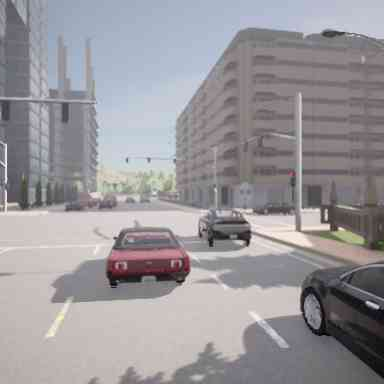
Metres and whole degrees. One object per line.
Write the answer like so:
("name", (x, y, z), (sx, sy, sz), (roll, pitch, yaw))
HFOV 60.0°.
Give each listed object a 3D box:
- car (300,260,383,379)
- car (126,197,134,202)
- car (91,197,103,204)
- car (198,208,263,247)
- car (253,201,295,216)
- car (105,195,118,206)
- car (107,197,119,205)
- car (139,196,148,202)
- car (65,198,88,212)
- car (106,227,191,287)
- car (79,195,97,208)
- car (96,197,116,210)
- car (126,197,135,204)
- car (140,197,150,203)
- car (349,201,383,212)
("car", (2.954, 1.517, 3.890), (1.837, 1.490, 4.892), (0, 0, -6))
("car", (-16.300, 1.933, 87.545), (1.994, 1.385, 4.181), (0, 0, -11))
("car", (-20.364, 1.865, 71.628), (2.033, 1.411, 5.357), (0, 0, -11))
("car", (1.408, 1.551, 15.476), (2.128, 1.511, 4.902), (0, 0, -5))
("car", (8.835, 1.683, 35.158), (4.892, 1.490, 1.837), (0, 0, -11))
("car", (-14.102, 1.478, 57.251), (2.150, 2.045, 5.566), (0, 0, -11))
("car", (-15.967, 1.817, 67.301), (2.128, 1.511, 4.902), (0, 0, -11))
("car", (-12.765, 1.910, 87.702), (2.033, 1.411, 5.357), (0, 0, -11))
("car", (-14.819, 1.799, 42.319), (1.895, 1.301, 4.718), (0, 0, -11))
("car", (-1.308, 1.642, 9.512), (1.895, 1.301, 4.718), (0, 0, -9))
("car", (-16.655, 1.461, 51.909), (2.150, 2.045, 5.566), (0, 0, -11))
("car", (-12.274, 1.815, 47.662), (1.895, 1.301, 4.718), (0, 0, -11))
("car", (-13.972, 1.881, 75.458), (1.994, 1.385, 4.181), (0, 0, -11))
("car", (-10.869, 1.922, 77.852), (1.895, 1.301, 4.718), (0, 0, -11))
("car", (16.579, 1.703, 29.352), (4.181, 1.385, 1.994), (0, 0, -11))
